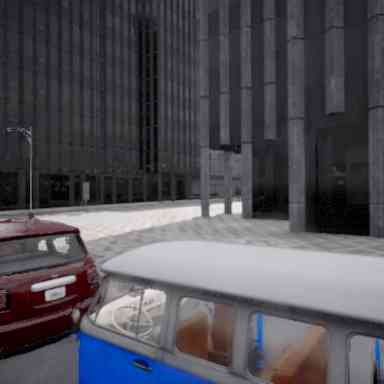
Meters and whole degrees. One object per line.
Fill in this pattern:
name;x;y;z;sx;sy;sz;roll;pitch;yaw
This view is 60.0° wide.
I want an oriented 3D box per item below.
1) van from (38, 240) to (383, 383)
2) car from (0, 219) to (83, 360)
van;0.837;1.348;2.366;3.998;1.788;1.690;-1;0;36
car;-3.661;1.393;5.575;5.009;1.841;2.192;-1;0;36
